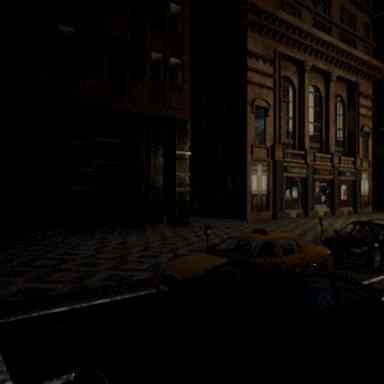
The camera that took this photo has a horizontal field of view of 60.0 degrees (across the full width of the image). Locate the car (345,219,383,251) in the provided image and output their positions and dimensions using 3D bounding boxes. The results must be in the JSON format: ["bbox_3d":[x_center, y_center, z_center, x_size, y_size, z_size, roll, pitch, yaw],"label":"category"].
[{"bbox_3d":[6.039,1.628,11.246,4.403,1.369,2.008,0,0,-37],"label":"car"}]

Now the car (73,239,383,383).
[{"bbox_3d":[0.799,1.584,4.011,4.181,1.385,1.994,0,0,-37],"label":"car"}]

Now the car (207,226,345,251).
[{"bbox_3d":[1.397,1.564,7.779,4.829,1.417,1.752,0,0,-37],"label":"car"}]
